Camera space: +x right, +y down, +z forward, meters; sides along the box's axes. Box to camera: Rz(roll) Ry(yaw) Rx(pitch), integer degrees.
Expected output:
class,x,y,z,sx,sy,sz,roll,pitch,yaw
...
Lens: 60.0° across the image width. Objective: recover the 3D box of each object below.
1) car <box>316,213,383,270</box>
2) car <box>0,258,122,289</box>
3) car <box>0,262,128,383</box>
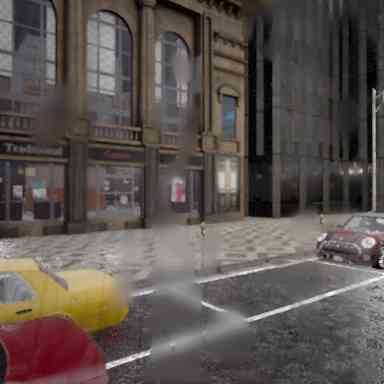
class,x,y,z,sx,sy,sz,roll,pitch,yaw
car,5.924,1.440,10.987,4.097,1.590,1.967,0,0,-36
car,-3.272,1.539,4.292,4.829,1.417,1.752,0,0,-36
car,-2.777,1.487,1.238,5.008,1.535,1.882,0,0,-36
